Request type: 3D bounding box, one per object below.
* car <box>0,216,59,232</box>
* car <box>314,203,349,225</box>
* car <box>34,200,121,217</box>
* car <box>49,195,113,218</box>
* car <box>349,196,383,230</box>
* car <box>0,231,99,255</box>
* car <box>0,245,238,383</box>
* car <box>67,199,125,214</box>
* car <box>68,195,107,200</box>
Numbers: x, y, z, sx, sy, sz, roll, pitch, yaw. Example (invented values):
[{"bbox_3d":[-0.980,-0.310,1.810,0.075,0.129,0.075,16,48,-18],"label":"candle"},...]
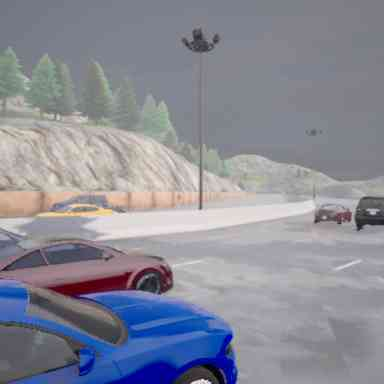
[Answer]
[{"bbox_3d":[-5.536,1.567,8.523,5.357,1.411,2.033,0,0,-37],"label":"car"},{"bbox_3d":[10.429,1.573,24.532,1.812,1.442,4.674,0,0,37],"label":"car"},{"bbox_3d":[-7.323,1.523,20.919,5.008,1.535,1.882,0,0,-42],"label":"car"},{"bbox_3d":[-10.630,1.291,32.164,2.150,2.045,5.566,0,0,43],"label":"car"},{"bbox_3d":[11.692,1.260,20.380,2.150,2.045,5.566,0,0,40],"label":"car"},{"bbox_3d":[-2.454,1.579,6.665,4.181,1.385,1.994,0,0,-37],"label":"car"},{"bbox_3d":[-1.831,1.484,2.655,5.008,1.535,1.882,0,0,-36],"label":"car"},{"bbox_3d":[-7.531,1.546,25.503,4.902,1.511,2.128,0,0,-45],"label":"car"},{"bbox_3d":[-9.028,1.414,28.923,2.097,1.767,4.553,0,0,44],"label":"car"}]
